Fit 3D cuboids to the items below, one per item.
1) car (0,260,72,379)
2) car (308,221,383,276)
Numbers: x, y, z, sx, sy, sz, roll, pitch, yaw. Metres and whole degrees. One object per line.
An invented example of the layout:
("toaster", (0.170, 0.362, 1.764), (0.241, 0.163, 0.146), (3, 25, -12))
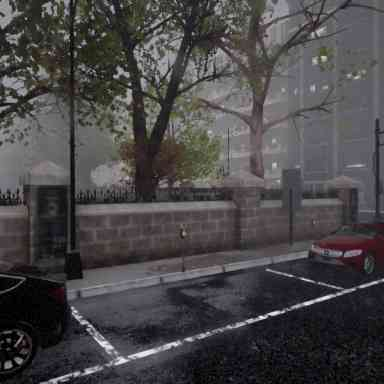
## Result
("car", (-3.696, 1.566, 3.955), (4.313, 1.339, 1.947), (0, 0, -35))
("car", (5.384, 1.581, 10.286), (4.206, 1.307, 1.802), (0, 0, -35))
